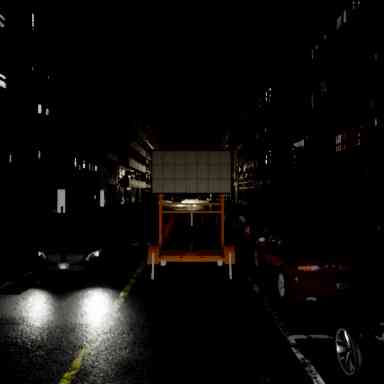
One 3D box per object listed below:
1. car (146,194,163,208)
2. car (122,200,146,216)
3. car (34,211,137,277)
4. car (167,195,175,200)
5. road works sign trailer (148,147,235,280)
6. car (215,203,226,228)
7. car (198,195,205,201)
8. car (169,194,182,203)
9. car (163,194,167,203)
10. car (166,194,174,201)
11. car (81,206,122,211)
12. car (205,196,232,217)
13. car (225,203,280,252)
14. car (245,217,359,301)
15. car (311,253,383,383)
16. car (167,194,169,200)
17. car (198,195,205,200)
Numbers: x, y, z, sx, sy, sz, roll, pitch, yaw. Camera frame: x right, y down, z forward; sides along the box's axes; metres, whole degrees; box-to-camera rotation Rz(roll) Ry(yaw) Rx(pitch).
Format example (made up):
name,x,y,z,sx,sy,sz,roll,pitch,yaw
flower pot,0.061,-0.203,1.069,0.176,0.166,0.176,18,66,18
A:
name,x,y,z,sx,sy,sz,roll,pitch,yaw
car,-5.740,1.431,47.601,1.967,1.590,4.097,0,0,0
car,-5.721,1.522,30.520,1.752,1.417,4.829,0,0,0
car,-3.110,1.526,10.367,1.812,1.442,4.674,0,0,0
car,-5.789,1.513,92.692,1.887,1.381,4.507,0,0,0
road works sign trailer,-0.009,0.464,9.917,2.380,3.560,2.880,0,0,0
car,2.672,1.550,19.423,2.008,1.369,4.403,0,0,0
car,2.603,1.500,81.594,1.752,1.417,4.829,0,0,0
car,-3.072,1.334,67.520,2.097,1.767,4.553,0,0,0
car,-5.745,1.304,53.237,2.192,1.841,5.009,0,0,0
car,-5.783,1.412,87.054,1.967,1.590,4.097,0,0,0
car,-5.709,1.565,19.417,1.947,1.339,4.313,0,0,0
car,2.661,1.312,30.696,2.192,1.841,5.009,0,0,0
car,2.678,1.440,13.788,1.967,1.590,4.097,0,0,0
car,2.684,1.545,8.151,1.887,1.381,4.507,0,0,0
car,2.690,1.566,2.514,1.947,1.339,4.313,0,0,0
car,-5.776,1.290,81.419,2.192,1.841,5.009,0,0,0
car,2.591,1.513,92.696,1.887,1.381,4.507,0,0,0
